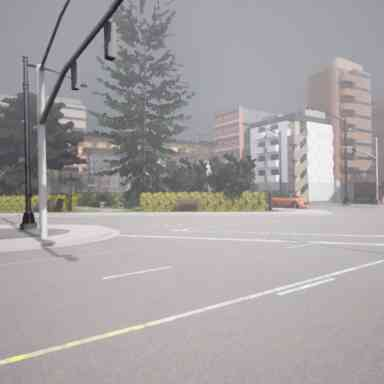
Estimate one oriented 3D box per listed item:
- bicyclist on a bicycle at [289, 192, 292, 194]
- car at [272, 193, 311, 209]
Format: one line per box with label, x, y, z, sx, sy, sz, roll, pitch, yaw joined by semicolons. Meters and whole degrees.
bicyclist on a bicycle;14.017;0.774;47.087;1.656;1.620;0.582;-2;1;-35
car;11.237;0.953;37.968;2.097;1.767;4.553;-1;1;-35
